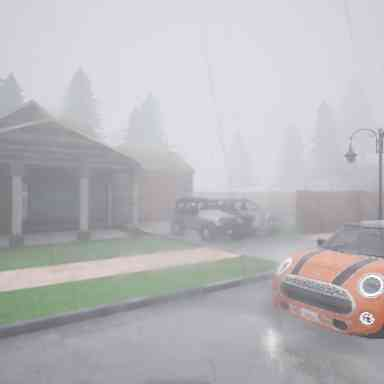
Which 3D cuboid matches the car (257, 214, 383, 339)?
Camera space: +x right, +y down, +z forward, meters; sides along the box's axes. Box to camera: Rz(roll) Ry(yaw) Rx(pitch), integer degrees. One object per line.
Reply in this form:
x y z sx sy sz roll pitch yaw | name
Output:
3.710 1.378 6.609 4.553 1.767 2.097 0 0 -35 | car

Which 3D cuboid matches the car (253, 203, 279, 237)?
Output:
2.406 1.219 17.032 1.932 1.855 4.605 0 0 -36 | car

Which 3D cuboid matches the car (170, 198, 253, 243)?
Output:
0.586 1.211 15.254 1.905 1.878 3.866 0 0 -36 | car
